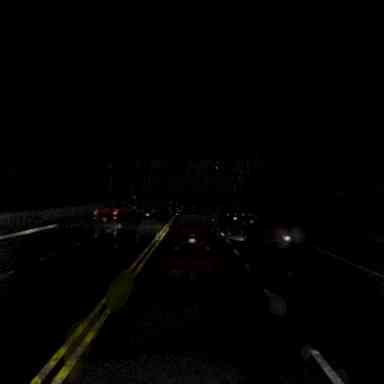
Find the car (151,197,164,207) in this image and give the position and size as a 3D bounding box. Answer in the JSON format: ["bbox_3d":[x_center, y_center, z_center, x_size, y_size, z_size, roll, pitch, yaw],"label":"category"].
[{"bbox_3d":[-6.979,1.974,66.897,2.097,1.767,4.553,0,-1,0],"label":"car"}]

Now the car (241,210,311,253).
[{"bbox_3d":[3.512,1.698,14.257,1.994,1.385,4.181,0,0,0],"label":"car"}]

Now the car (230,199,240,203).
[{"bbox_3d":[11.580,2.339,80.422,4.718,1.301,1.895,0,-1,-5],"label":"car"}]

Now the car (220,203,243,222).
[{"bbox_3d":[3.529,1.872,29.098,1.895,1.301,4.718,0,0,1],"label":"car"}]

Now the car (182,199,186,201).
[{"bbox_3d":[-3.227,2.309,84.934,1.895,1.301,4.718,0,-1,-27],"label":"car"}]

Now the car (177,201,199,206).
[{"bbox_3d":[0.015,1.817,28.986,2.033,1.411,5.357,0,-1,0],"label":"car"}]

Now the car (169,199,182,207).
[{"bbox_3d":[-3.478,2.120,66.833,1.837,1.490,4.892,0,0,0],"label":"car"}]

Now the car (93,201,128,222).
[{"bbox_3d":[-6.989,1.618,28.798,2.097,1.767,4.553,0,0,0],"label":"car"}]

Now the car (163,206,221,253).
[{"bbox_3d":[0.012,1.613,14.477,1.882,1.535,5.008,0,0,0],"label":"car"}]

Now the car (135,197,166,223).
[{"bbox_3d":[-3.488,1.474,28.827,2.150,2.045,5.566,0,-1,0],"label":"car"}]
